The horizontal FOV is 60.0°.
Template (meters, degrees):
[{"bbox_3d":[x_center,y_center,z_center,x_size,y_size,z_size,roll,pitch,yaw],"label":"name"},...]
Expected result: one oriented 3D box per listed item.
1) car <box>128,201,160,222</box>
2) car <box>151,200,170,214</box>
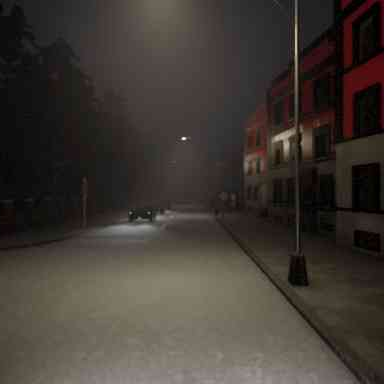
[{"bbox_3d":[-4.061,1.718,28.015,1.895,1.301,4.718,0,0,0],"label":"car"},{"bbox_3d":[-4.044,1.647,37.394,2.128,1.511,4.902,0,0,0],"label":"car"}]
